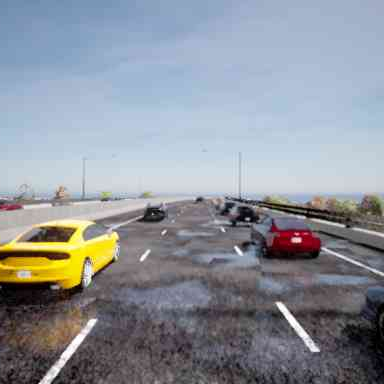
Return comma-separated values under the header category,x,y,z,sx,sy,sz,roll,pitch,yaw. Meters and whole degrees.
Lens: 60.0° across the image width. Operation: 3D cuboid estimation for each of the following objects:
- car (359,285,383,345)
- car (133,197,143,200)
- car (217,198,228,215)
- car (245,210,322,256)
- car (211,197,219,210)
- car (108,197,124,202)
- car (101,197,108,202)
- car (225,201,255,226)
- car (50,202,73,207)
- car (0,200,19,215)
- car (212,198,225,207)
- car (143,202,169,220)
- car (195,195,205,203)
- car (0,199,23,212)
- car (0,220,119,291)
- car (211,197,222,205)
category,x,y,z,sx,sy,sz,roll,pitch,yaw
car,3.610,1.559,2.914,2.033,1.411,5.357,0,0,0
car,-12.265,1.848,75.536,2.128,1.511,4.902,0,0,2
car,3.902,1.675,35.162,1.812,1.442,4.674,0,0,1
car,3.567,1.612,13.320,1.994,1.385,4.181,0,0,1
car,4.173,1.701,46.082,2.128,1.511,4.902,0,0,2
car,-15.927,1.872,71.935,1.837,1.490,4.892,0,0,2
car,-19.257,1.823,75.856,1.837,1.490,4.892,0,0,2
car,3.699,1.623,24.242,1.812,1.442,4.674,0,0,1
car,-13.687,1.709,34.976,1.994,1.385,4.181,0,0,1
car,-20.679,1.650,35.363,1.837,1.490,4.892,0,0,1
car,4.514,1.755,57.000,1.882,1.535,5.008,0,0,2
car,-3.107,1.612,29.331,2.128,1.511,4.902,0,0,1
car,1.800,1.805,77.179,1.837,1.490,4.892,0,0,3
car,-17.287,1.473,30.095,2.097,1.767,4.553,0,0,1
car,-3.356,1.509,9.161,1.882,1.535,5.008,0,0,0
car,4.923,1.788,67.915,2.033,1.649,4.856,0,0,2
